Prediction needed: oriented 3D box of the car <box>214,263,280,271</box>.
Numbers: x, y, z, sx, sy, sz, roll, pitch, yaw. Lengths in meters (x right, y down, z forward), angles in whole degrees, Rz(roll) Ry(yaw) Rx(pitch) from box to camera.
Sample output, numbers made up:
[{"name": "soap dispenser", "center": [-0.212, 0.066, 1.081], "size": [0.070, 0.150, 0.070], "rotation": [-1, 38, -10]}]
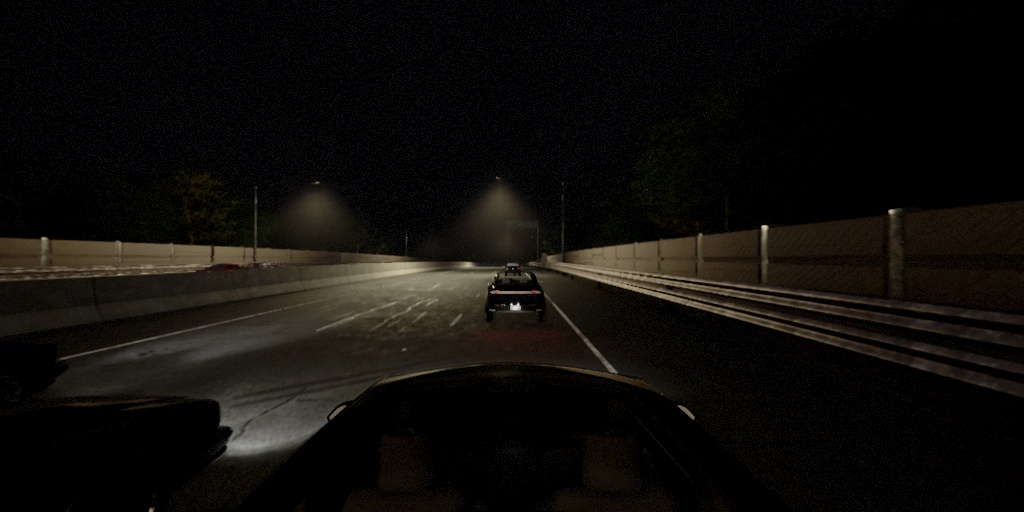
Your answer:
[{"name": "car", "center": [-21.093, 1.323, 29.339], "size": [2.128, 1.511, 4.902], "rotation": [0, 0, 0]}]

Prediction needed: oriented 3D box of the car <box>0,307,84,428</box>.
[{"name": "car", "center": [-6.899, 1.352, 2.622], "size": [1.895, 1.301, 4.718], "rotation": [0, 0, 0]}]

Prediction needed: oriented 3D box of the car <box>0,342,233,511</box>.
[{"name": "car", "center": [-3.400, 1.297, 0.670], "size": [2.033, 1.411, 5.357], "rotation": [0, 0, 0]}]

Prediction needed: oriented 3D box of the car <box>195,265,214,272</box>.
[{"name": "car", "center": [-24.592, 1.362, 30.499], "size": [1.812, 1.442, 4.674], "rotation": [0, 0, 0]}]

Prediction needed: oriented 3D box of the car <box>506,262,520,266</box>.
[{"name": "car", "center": [0.105, 1.444, 41.361], "size": [2.033, 1.411, 5.357], "rotation": [0, 0, 0]}]

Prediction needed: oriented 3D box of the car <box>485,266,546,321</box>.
[{"name": "car", "center": [0.102, 1.258, 12.573], "size": [2.128, 1.511, 4.902], "rotation": [0, 0, 0]}]
